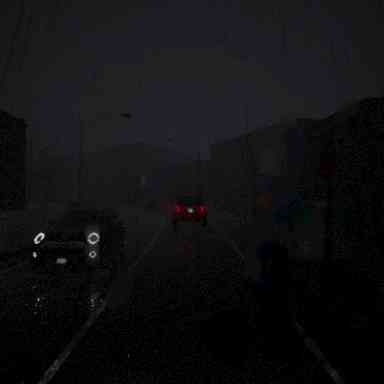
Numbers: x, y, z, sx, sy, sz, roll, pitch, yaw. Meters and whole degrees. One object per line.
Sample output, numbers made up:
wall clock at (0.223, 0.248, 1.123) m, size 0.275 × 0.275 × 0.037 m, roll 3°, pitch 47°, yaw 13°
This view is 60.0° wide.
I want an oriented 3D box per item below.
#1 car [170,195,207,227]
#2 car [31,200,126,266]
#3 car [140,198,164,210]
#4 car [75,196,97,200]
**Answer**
car at (-0.285, 1.197, 22.593) m, size 2.150 × 2.045 × 5.566 m, roll 0°, pitch 0°, yaw -4°
car at (-3.672, 1.338, 11.535) m, size 2.097 × 1.767 × 4.553 m, roll 0°, pitch 0°, yaw -1°
car at (-4.991, 1.427, 41.274) m, size 1.882 × 1.535 × 5.008 m, roll 1°, pitch 0°, yaw -24°
car at (-16.005, 1.320, 50.701) m, size 5.008 × 1.535 × 1.882 m, roll 1°, pitch -1°, yaw 45°
